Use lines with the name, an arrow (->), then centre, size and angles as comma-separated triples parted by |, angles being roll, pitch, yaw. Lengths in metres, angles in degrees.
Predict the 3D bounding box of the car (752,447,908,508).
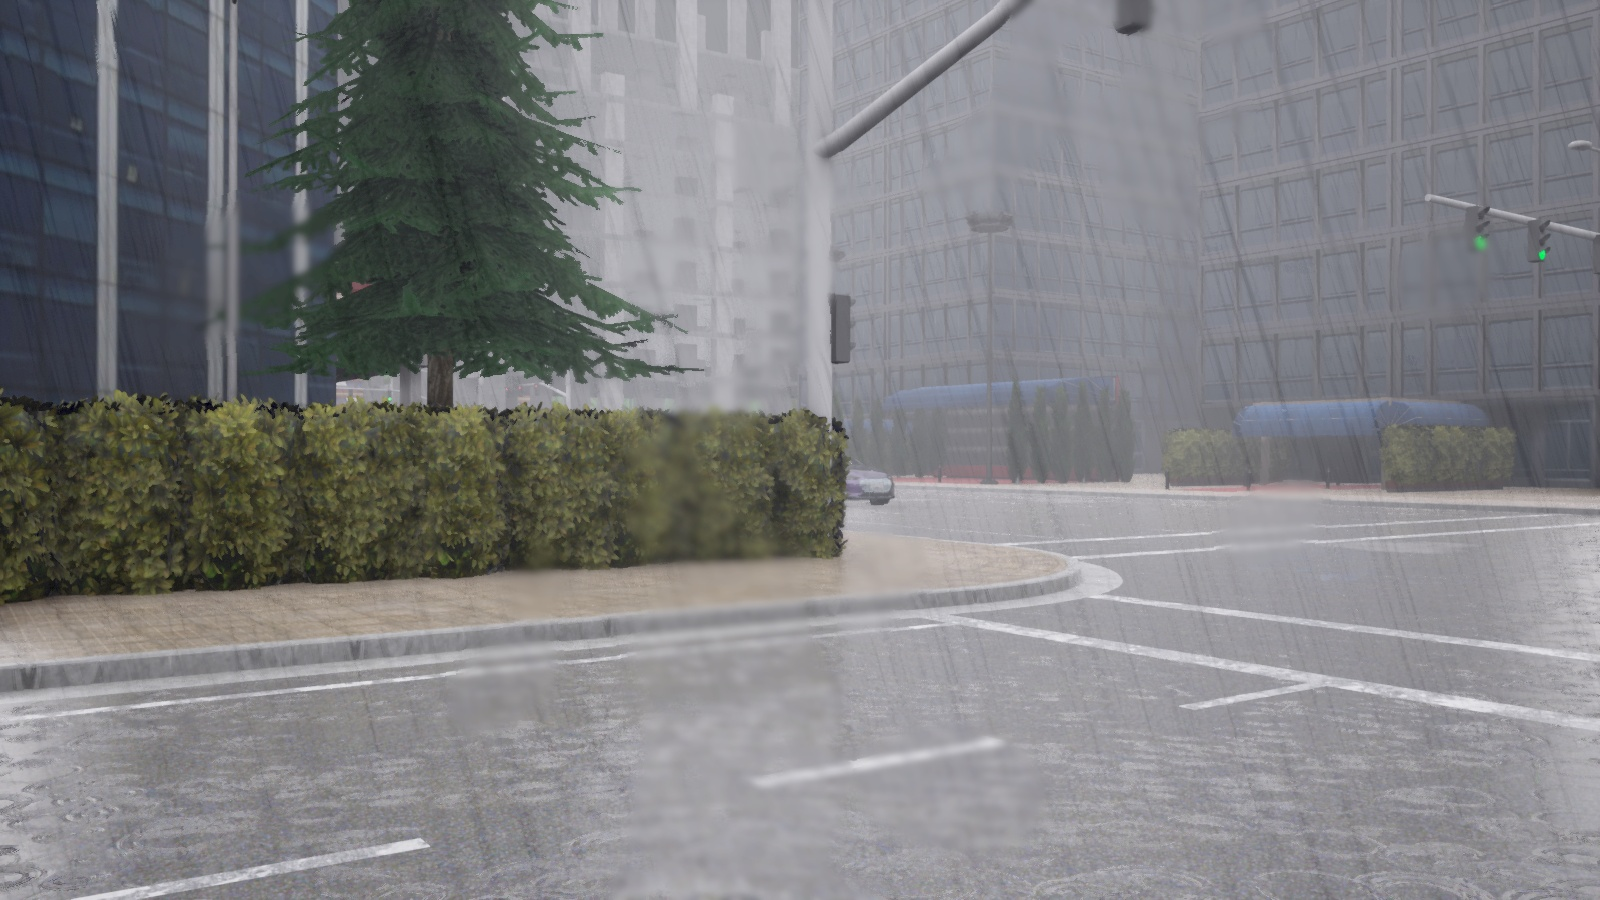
car -> 0.780, 0.763, 36.508 | 2.033, 1.649, 4.856 | 0, 0, -35
